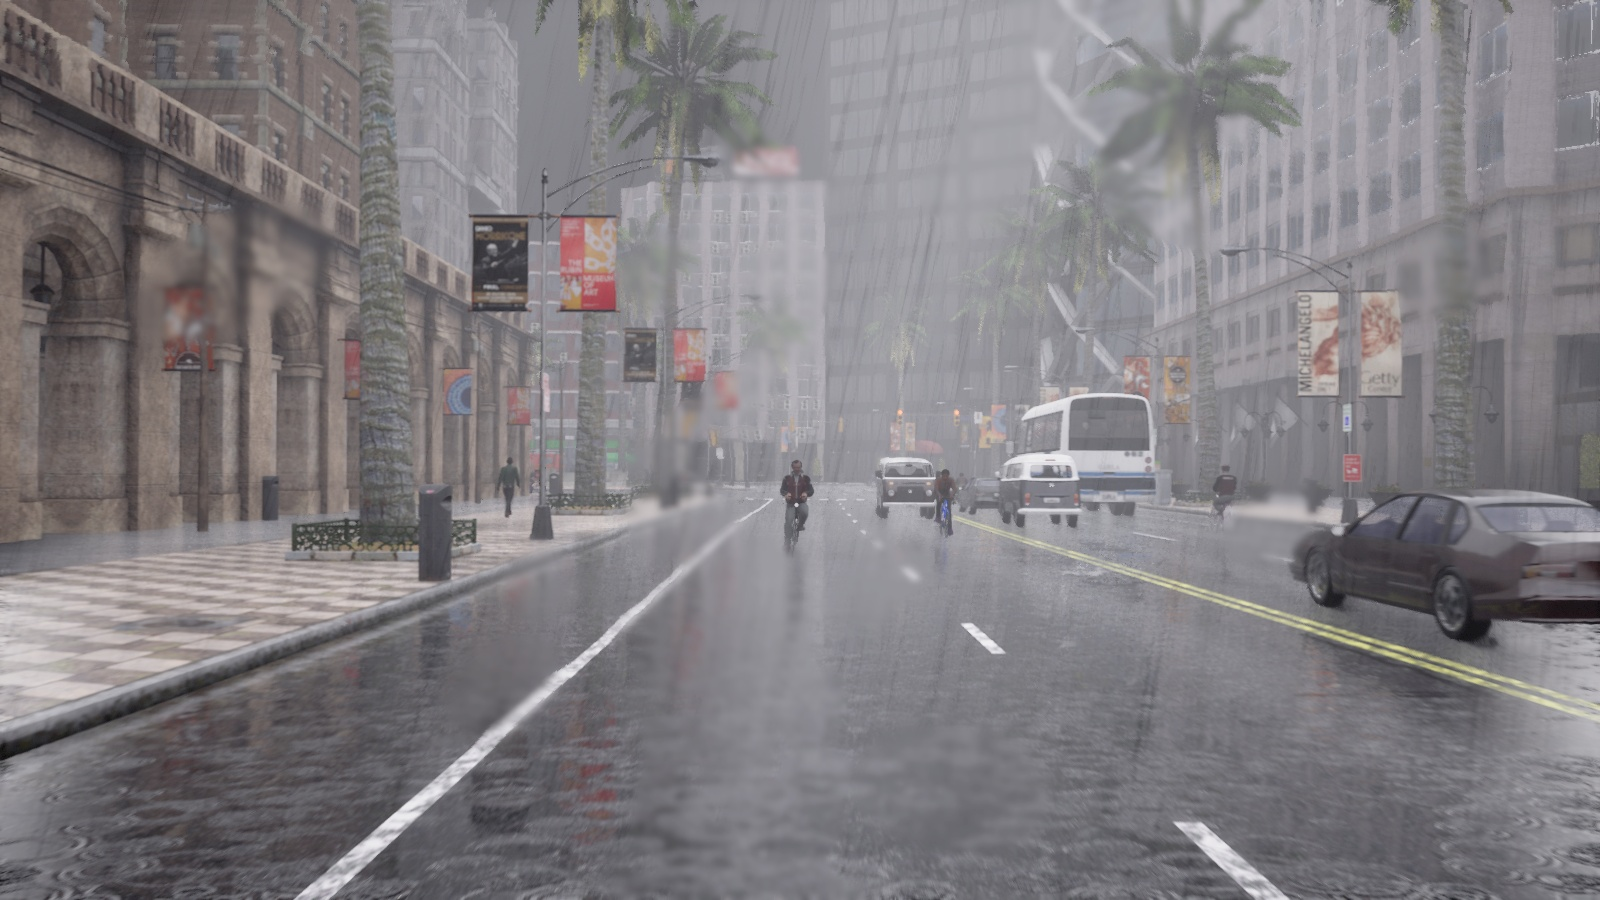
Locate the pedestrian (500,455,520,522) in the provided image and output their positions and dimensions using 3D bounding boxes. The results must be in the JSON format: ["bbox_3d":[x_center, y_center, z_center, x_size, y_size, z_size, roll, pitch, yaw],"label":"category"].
[{"bbox_3d":[-8.549,1.126,37.051,0.423,1.949,0.788,0,-1,-2],"label":"pedestrian"}]

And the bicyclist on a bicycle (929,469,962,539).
[{"bbox_3d":[3.435,1.252,29.787,0.582,1.620,1.656,0,-1,0],"label":"bicyclist on a bicycle"}]

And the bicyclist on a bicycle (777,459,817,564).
[{"bbox_3d":[-0.053,1.058,22.244,0.659,1.776,1.843,0,-1,0],"label":"bicyclist on a bicycle"}]

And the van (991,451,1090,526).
[{"bbox_3d":[6.975,1.123,36.885,2.069,2.038,4.480,0,-2,1],"label":"van"}]

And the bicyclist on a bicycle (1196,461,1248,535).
[{"bbox_3d":[10.435,1.165,31.130,0.659,1.776,1.843,0,-1,0],"label":"bicyclist on a bicycle"}]

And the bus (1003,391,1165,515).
[{"bbox_3d":[10.585,0.205,48.318,3.944,4.253,10.273,0,-1,1],"label":"bus"}]

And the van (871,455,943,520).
[{"bbox_3d":[3.535,1.231,42.220,2.069,2.038,4.480,0,-1,1],"label":"van"}]

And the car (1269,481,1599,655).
[{"bbox_3d":[6.968,1.056,13.219,2.033,1.411,5.357,0,-1,0],"label":"car"}]

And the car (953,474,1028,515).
[{"bbox_3d":[7.082,1.624,47.230,2.033,1.411,5.357,0,-1,1],"label":"car"}]
